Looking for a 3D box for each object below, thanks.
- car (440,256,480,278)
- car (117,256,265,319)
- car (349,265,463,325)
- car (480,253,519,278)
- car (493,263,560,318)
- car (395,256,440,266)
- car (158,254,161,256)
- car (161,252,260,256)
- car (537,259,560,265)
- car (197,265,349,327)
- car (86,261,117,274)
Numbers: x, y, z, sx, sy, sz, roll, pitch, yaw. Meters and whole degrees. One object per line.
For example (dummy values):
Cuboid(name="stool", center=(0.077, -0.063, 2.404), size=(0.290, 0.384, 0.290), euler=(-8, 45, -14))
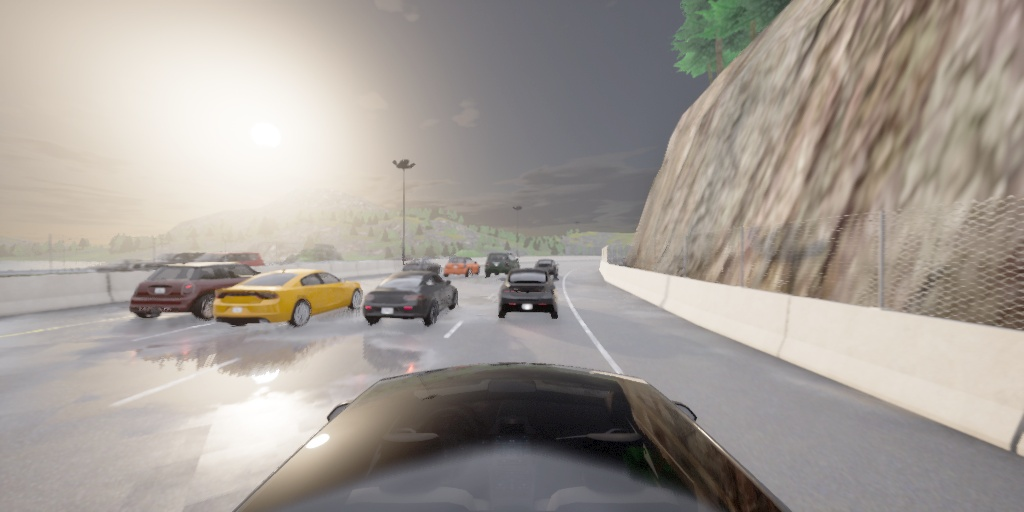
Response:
Cuboid(name="car", center=(-4.157, 0.862, 30.659), size=(2.097, 1.767, 4.553), euler=(0, 0, 10))
Cuboid(name="car", center=(-9.927, 0.991, 12.357), size=(2.097, 1.767, 4.553), euler=(0, 0, 3))
Cuboid(name="car", center=(-3.005, 1.192, 11.314), size=(1.812, 1.442, 4.674), euler=(0, 0, 3))
Cuboid(name="car", center=(-0.740, 0.746, 30.081), size=(2.150, 2.045, 5.566), euler=(0, 0, 10))
Cuboid(name="car", center=(0.602, 1.171, 12.663), size=(1.837, 1.490, 4.892), euler=(0, 1, 4))
Cuboid(name="car", center=(-7.665, 0.990, 30.944), size=(2.128, 1.511, 4.902), euler=(0, 0, 10))
Cuboid(name="car", center=(-26.082, 0.695, 27.923), size=(2.150, 2.045, 5.566), euler=(0, 0, 8))
Cuboid(name="car", center=(-19.527, 0.741, 24.193), size=(2.150, 2.045, 5.566), euler=(0, 1, 7))
Cuboid(name="car", center=(2.981, 1.033, 30.874), size=(1.837, 1.490, 4.892), euler=(0, 0, 10))
Cuboid(name="car", center=(-6.510, 1.136, 11.157), size=(1.882, 1.535, 5.008), euler=(0, 0, 3))
Cuboid(name="car", center=(-29.595, 0.956, 27.858), size=(2.128, 1.511, 4.902), euler=(0, 0, 8))
